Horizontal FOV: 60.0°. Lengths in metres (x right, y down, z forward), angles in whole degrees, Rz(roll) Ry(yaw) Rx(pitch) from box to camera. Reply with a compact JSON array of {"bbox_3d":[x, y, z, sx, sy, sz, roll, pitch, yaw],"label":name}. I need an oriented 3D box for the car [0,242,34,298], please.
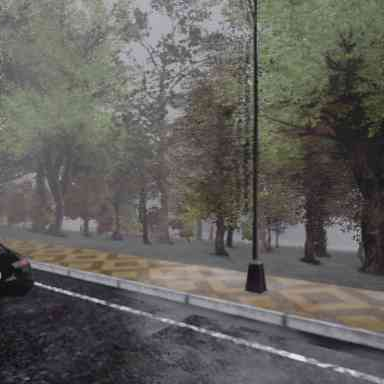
[{"bbox_3d":[-5.455,1.614,7.516,4.181,1.385,1.994,0,0,35],"label":"car"}]
